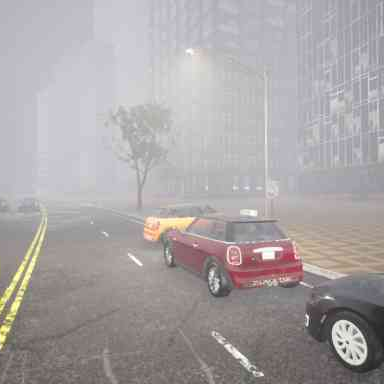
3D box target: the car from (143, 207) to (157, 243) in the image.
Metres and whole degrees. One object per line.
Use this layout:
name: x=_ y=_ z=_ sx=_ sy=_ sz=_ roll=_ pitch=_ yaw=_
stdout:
car: x=0.239 y=1.279 z=14.524 sx=4.553 sy=1.767 sz=2.097 roll=-3 pitch=1 yaw=-24

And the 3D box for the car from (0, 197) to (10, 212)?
car: x=-22.167 y=1.390 z=37.960 sx=2.097 sy=1.767 sz=4.553 roll=0 pitch=0 yaw=-25

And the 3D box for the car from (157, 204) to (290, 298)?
car: x=0.788 y=1.355 z=8.946 sx=2.097 sy=1.767 sz=4.553 roll=0 pitch=0 yaw=-23

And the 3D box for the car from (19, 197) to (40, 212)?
car: x=-19.210 y=1.393 z=39.309 sx=2.097 sy=1.767 sz=4.553 roll=0 pitch=0 yaw=-25

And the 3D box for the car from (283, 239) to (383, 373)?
car: x=3.572 y=1.505 z=3.507 sx=1.837 sy=1.490 sz=4.892 roll=0 pitch=0 yaw=-36
